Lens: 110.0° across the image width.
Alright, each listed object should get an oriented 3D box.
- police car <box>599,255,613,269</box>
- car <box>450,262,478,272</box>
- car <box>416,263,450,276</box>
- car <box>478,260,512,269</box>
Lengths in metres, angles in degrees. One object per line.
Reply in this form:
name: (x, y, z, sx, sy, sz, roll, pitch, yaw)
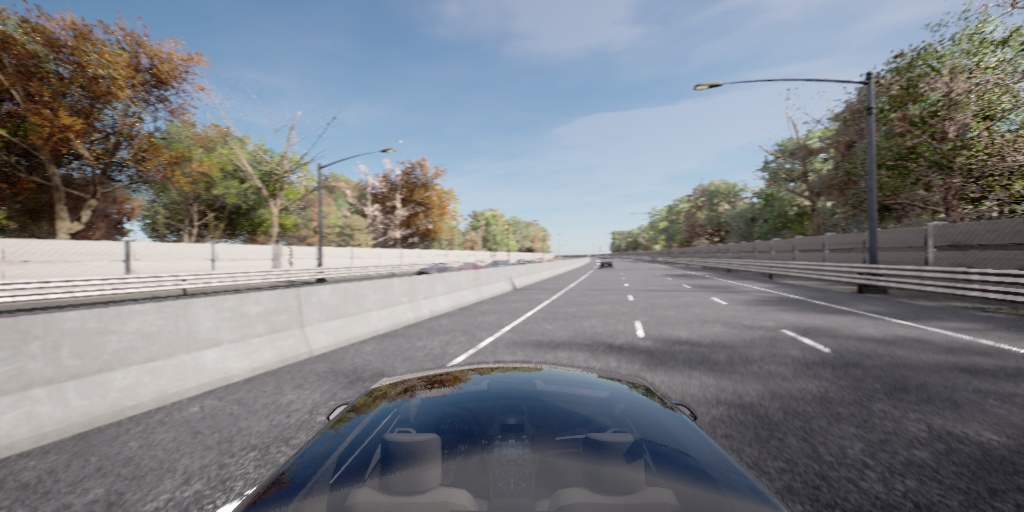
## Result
police car: (13.965, 1.100, 53.141, 1.930, 1.638, 5.238, -1, -1, 15)
car: (-4.603, 1.432, 38.906, 1.812, 1.442, 4.674, -1, 0, 16)
car: (-8.276, 1.515, 38.706, 2.033, 1.411, 5.357, -1, 0, 16)
car: (-1.438, 1.202, 37.201, 2.097, 1.767, 4.553, -1, 0, 16)
